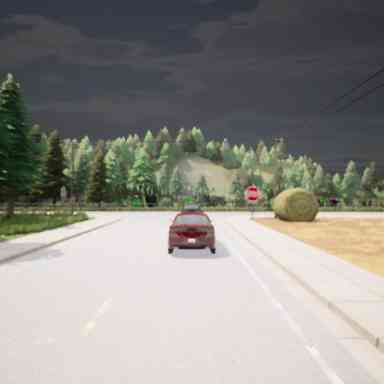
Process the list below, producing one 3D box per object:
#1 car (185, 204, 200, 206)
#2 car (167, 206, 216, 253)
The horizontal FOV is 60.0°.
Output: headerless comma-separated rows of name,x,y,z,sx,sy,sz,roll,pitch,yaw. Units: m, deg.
car,0.057,1.781,29.283,1.837,1.490,4.892,0,0,3
car,-0.002,1.614,14.475,1.882,1.535,5.008,0,0,0
